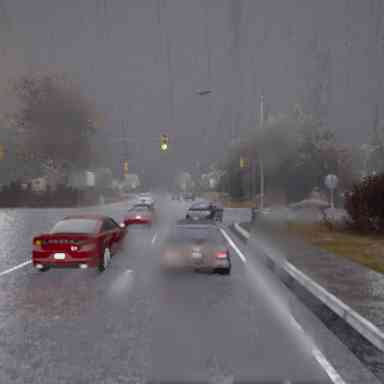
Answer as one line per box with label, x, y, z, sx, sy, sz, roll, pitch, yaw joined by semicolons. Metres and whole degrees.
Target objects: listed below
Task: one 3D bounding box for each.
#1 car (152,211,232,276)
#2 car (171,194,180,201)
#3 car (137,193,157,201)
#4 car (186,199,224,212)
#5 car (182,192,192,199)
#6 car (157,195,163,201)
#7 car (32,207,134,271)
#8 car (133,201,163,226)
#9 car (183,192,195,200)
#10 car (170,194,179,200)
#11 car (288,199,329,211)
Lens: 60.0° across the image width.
car;0.101;1.560;10.347;2.033;1.411;5.357;0;0;0
car;-4.020;1.360;82.383;2.128;1.511;4.902;0;0;-4
car;-7.098;1.191;51.173;2.150;2.045;5.566;0;0;0
car;1.072;1.490;23.612;2.128;1.511;4.902;0;0;17
car;-1.344;0.977;93.138;2.150;2.045;5.566;0;0;-7
car;-7.059;1.440;61.344;2.128;1.511;4.902;0;0;0
car;-3.397;1.489;11.020;1.882;1.535;5.008;0;0;0
car;-3.400;1.564;23.095;1.994;1.385;4.181;0;0;0
car;-0.536;1.058;82.803;2.150;2.045;5.566;0;0;-4
car;-4.787;1.281;92.407;2.128;1.511;4.902;0;0;-7
car;13.686;1.508;39.112;4.674;1.442;1.812;0;0;-3
